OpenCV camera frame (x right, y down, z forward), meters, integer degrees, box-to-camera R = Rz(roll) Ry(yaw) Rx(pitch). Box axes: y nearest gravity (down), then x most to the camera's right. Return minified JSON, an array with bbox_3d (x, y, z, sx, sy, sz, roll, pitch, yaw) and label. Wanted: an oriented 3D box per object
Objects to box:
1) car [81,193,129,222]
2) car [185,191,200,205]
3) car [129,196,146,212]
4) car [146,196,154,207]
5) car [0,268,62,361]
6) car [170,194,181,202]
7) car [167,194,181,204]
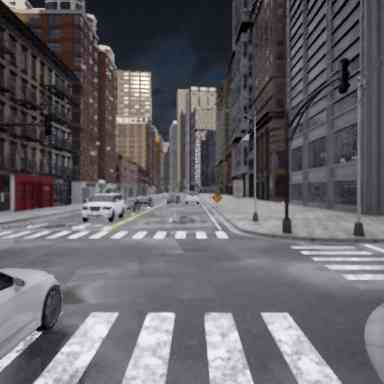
[{"bbox_3d":[-6.598,1.092,25.319,2.150,2.045,5.566,0,0,0],"label":"car"},{"bbox_3d":[0.060,0.930,53.594,2.150,2.045,5.566,0,0,0],"label":"car"},{"bbox_3d":[-6.591,1.305,35.339,2.128,1.511,4.902,0,0,0],"label":"car"},{"bbox_3d":[-6.575,1.292,47.306,2.033,1.411,5.357,0,0,0],"label":"car"},{"bbox_3d":[-3.138,1.507,3.810,1.812,1.442,4.674,0,0,0],"label":"car"},{"bbox_3d":[-3.226,1.150,64.972,1.837,1.490,4.892,0,0,0],"label":"car"},{"bbox_3d":[-3.135,1.252,54.376,2.033,1.411,5.357,0,0,0],"label":"car"}]
